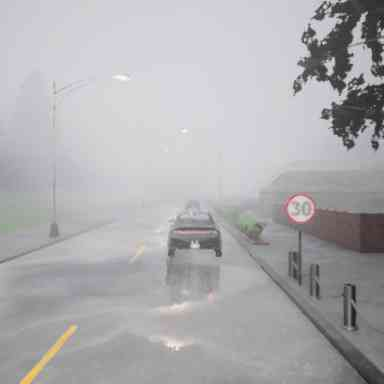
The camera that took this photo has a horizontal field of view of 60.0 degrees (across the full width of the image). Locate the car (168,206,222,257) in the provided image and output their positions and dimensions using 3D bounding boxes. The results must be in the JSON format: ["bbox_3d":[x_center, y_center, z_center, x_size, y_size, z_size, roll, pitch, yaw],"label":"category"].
[{"bbox_3d":[0.098,1.510,13.054,2.128,1.511,4.902,0,0,0],"label":"car"}]

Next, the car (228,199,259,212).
[{"bbox_3d":[6.311,1.507,38.313,5.357,1.415,2.033,0,0,-40],"label":"car"}]

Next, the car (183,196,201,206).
[{"bbox_3d":[0.097,1.565,43.241,1.837,1.490,4.892,0,0,0],"label":"car"}]
